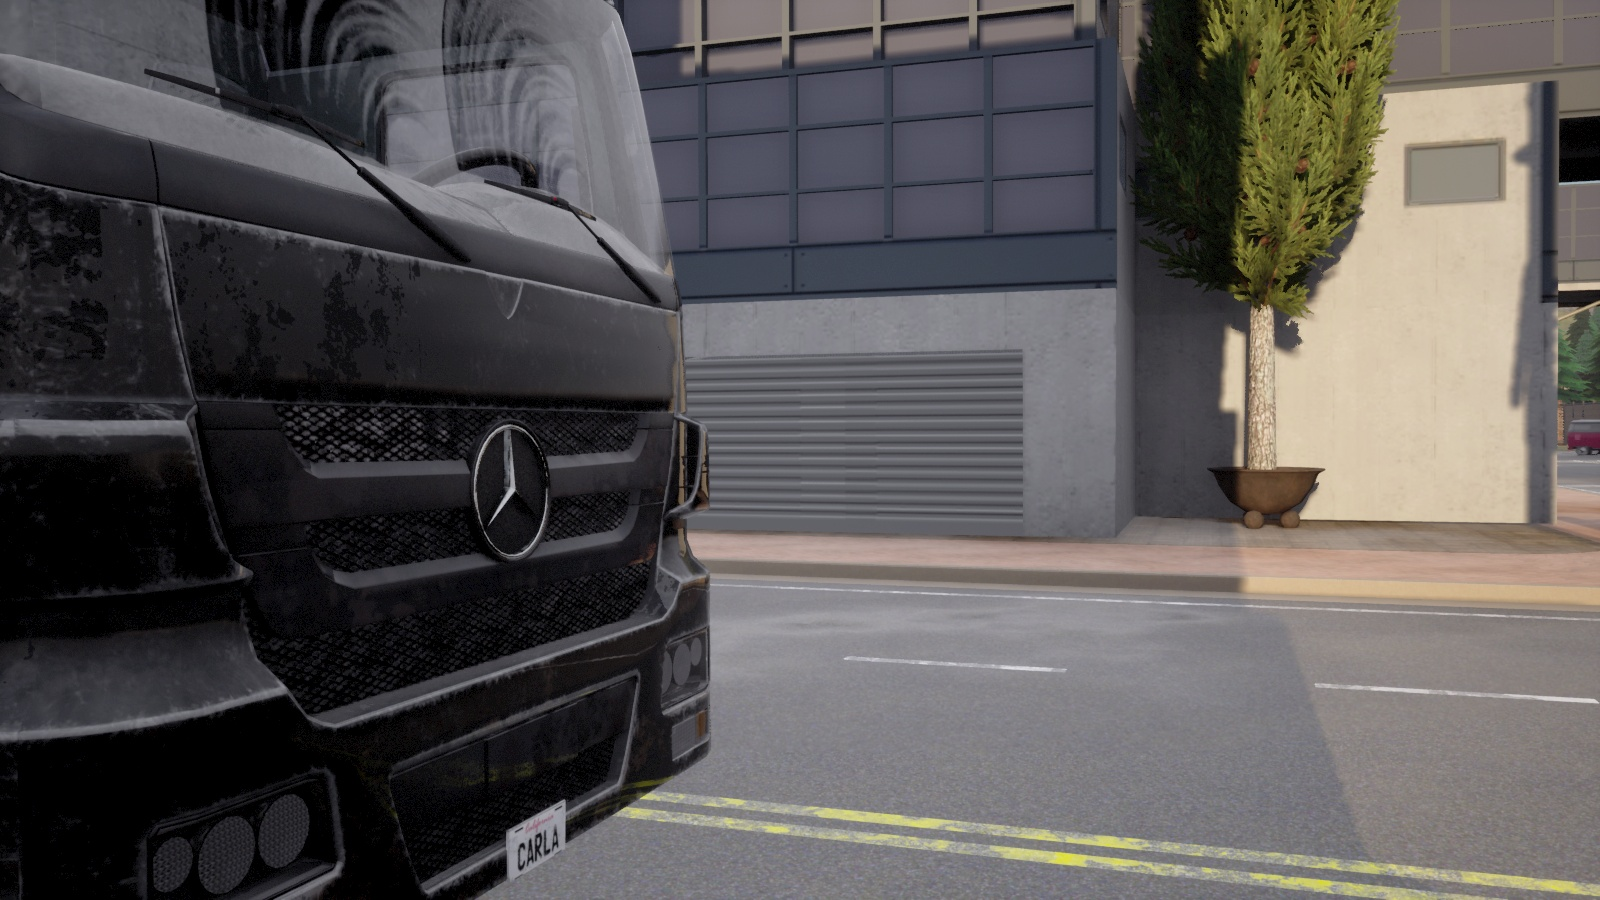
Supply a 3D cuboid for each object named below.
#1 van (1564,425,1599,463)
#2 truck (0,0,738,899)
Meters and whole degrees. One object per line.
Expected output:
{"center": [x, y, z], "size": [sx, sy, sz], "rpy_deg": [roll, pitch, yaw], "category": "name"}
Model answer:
{"center": [43.350, -0.326, 66.658], "size": [1.775, 1.987, 4.442], "rpy_deg": [-1, 1, -37], "category": "van"}
{"center": [-4.464, -0.248, 4.736], "size": [7.936, 3.462, 2.891], "rpy_deg": [1, 1, 20], "category": "truck"}
